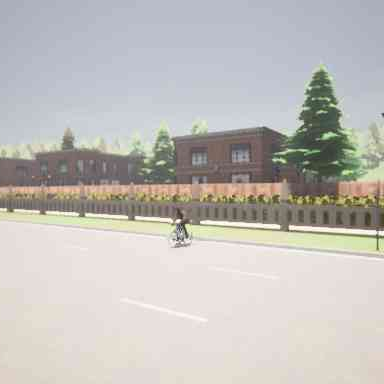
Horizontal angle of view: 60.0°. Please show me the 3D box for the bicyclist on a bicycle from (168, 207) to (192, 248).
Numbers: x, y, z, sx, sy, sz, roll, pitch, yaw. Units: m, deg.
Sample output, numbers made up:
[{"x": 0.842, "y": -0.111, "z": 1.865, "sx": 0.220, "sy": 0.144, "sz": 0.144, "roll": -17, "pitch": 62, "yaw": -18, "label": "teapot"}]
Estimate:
[{"x": -0.452, "y": 1.427, "z": 13.578, "sx": 0.582, "sy": 1.620, "sz": 1.656, "roll": 0, "pitch": 1, "yaw": 34, "label": "bicyclist on a bicycle"}]
